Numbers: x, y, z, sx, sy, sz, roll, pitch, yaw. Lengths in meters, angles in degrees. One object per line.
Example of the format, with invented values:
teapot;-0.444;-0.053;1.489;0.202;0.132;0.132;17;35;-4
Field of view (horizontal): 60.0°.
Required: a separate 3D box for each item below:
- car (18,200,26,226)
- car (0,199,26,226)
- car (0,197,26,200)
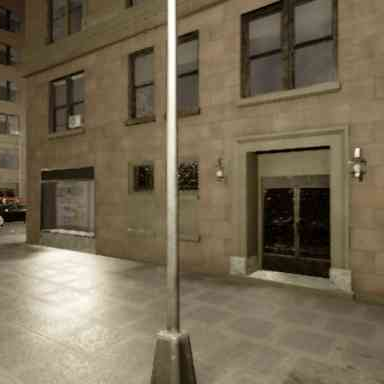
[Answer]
car;-7.945;1.428;20.332;1.967;1.590;4.097;0;0;35
car;-12.443;1.511;23.477;1.837;1.490;4.892;0;0;35
car;-14.491;1.330;24.976;2.192;1.841;5.009;0;0;35
